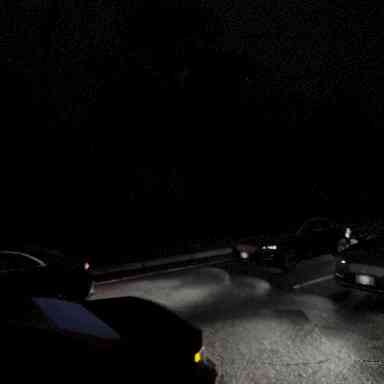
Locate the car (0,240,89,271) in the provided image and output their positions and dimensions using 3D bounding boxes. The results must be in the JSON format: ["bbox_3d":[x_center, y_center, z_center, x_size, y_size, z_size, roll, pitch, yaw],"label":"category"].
[{"bbox_3d":[-4.088,1.614,5.368,4.902,1.511,2.128,-1,-1,-37],"label":"car"}]

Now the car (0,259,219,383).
[{"bbox_3d":[-2.292,1.613,2.323,5.357,1.411,2.033,-1,-1,-37],"label":"car"}]

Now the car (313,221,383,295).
[{"bbox_3d":[5.395,1.482,8.181,4.902,1.511,2.128,-1,-1,-38],"label":"car"}]

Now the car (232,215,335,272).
[{"bbox_3d":[3.440,1.540,11.094,4.902,1.511,2.128,-1,-1,-38],"label":"car"}]
